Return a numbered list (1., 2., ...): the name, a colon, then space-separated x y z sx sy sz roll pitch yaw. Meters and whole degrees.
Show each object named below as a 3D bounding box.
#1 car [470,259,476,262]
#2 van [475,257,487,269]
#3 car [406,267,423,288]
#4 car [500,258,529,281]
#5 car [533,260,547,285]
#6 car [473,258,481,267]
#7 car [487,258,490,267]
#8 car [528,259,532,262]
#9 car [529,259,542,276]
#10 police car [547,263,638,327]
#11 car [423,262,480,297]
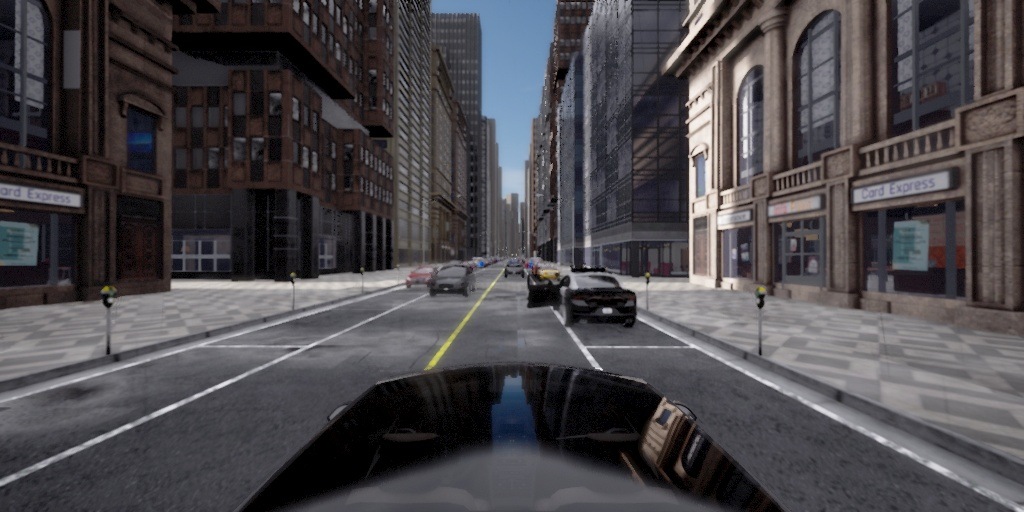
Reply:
1. car: -5.536 1.308 40.295 1.888 1.381 4.507 0 0 0
2. van: -5.435 1.111 57.101 1.690 1.789 3.998 0 0 0
3. car: -5.636 1.338 23.490 1.802 1.307 4.207 0 0 0
4. car: 0.239 1.255 34.603 2.128 1.511 4.902 0 0 1
5. car: 2.923 1.286 29.219 1.751 1.417 4.829 0 0 0
6. car: -5.502 1.310 45.897 1.888 1.381 4.507 0 0 0
7. car: -5.402 1.354 62.702 1.802 1.307 4.207 0 0 0
8. car: 2.989 1.310 40.253 1.888 1.381 4.507 0 0 0
9. car: 2.956 1.308 34.651 1.888 1.381 4.507 0 0 0
10. police car: 2.422 1.179 11.637 1.930 1.638 5.238 0 0 0
11. car: -3.000 1.259 18.806 1.837 1.490 4.892 0 0 0
